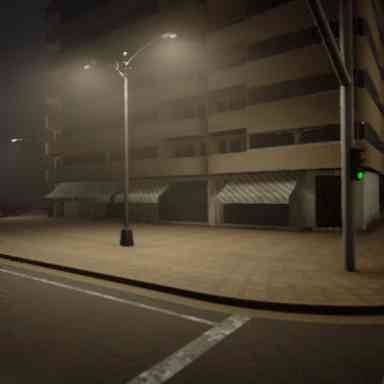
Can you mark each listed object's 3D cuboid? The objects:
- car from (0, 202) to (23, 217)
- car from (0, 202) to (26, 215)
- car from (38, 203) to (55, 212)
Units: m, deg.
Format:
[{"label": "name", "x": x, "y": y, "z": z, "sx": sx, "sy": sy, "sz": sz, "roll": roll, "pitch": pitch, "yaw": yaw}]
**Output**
[{"label": "car", "x": -21.456, "y": 1.998, "z": 37.522, "sx": 1.882, "sy": 1.535, "sz": 5.008, "roll": -1, "pitch": 0, "yaw": 2}, {"label": "car", "x": -24.387, "y": 2.093, "z": 43.618, "sx": 2.128, "sy": 1.511, "sz": 4.902, "roll": -1, "pitch": 0, "yaw": 13}, {"label": "car", "x": -19.620, "y": 2.188, "z": 47.838, "sx": 1.895, "sy": 1.301, "sz": 4.718, "roll": -1, "pitch": -1, "yaw": 20}]
